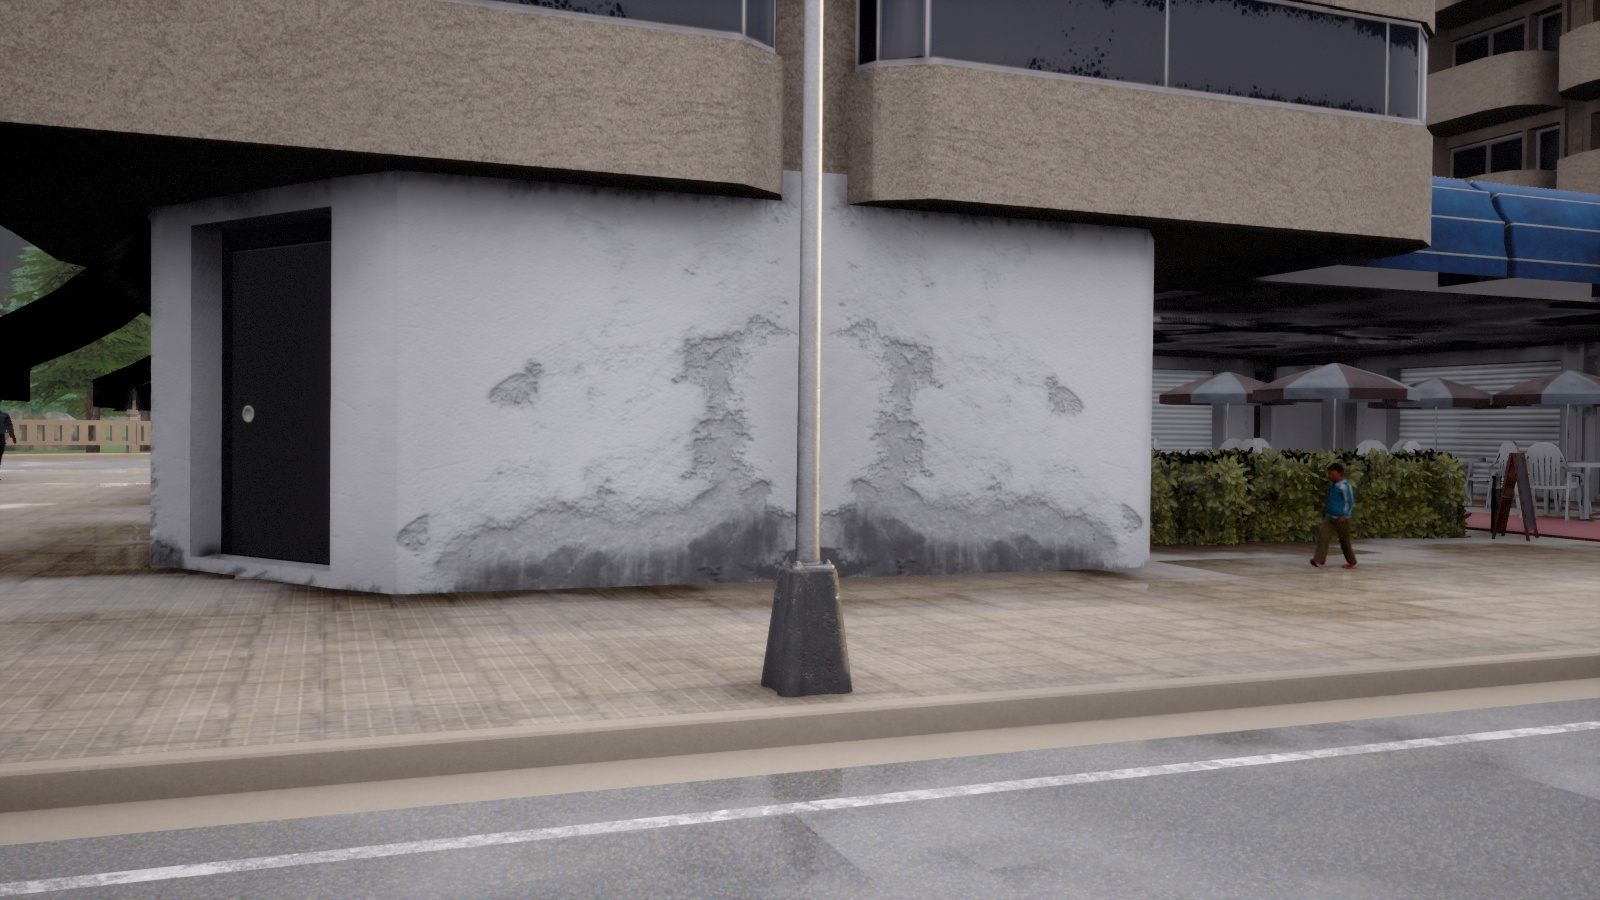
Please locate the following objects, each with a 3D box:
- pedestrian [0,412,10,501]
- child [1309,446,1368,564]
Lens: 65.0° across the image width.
[{"bbox_3d":[-17.714,0.138,27.673,0.423,1.949,0.788,-1,1,-38],"label":"pedestrian"},{"bbox_3d":[5.604,0.560,13.073,0.448,1.192,0.343,-1,1,-20],"label":"child"}]
